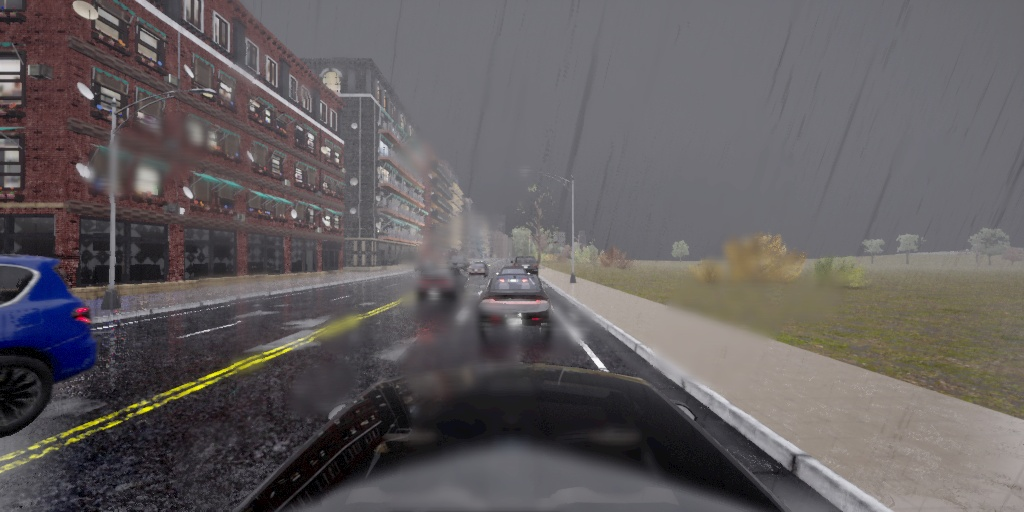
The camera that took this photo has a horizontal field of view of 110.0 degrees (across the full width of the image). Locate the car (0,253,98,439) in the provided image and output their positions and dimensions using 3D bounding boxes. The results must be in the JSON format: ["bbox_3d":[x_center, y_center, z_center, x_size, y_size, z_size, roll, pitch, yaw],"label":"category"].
[{"bbox_3d":[-6.600,0.972,2.384,2.150,2.045,5.566,0,0,0],"label":"car"}]

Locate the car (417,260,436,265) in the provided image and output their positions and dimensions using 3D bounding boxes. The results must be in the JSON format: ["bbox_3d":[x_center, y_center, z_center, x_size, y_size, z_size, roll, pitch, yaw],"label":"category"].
[{"bbox_3d":[-9.934,1.262,42.248,1.837,1.490,4.892,0,0,0],"label":"car"}]

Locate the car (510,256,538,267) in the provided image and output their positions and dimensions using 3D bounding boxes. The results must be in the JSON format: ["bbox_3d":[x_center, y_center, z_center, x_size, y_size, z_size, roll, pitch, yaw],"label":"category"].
[{"bbox_3d":[1.078,0.982,30.932,2.150,2.045,5.566,0,0,0],"label":"car"}]

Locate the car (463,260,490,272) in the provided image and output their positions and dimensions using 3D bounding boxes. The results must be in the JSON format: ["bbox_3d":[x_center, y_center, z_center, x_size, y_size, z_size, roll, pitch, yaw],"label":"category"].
[{"bbox_3d":[-3.221,1.305,34.669,2.033,1.411,5.357,0,0,0],"label":"car"}]

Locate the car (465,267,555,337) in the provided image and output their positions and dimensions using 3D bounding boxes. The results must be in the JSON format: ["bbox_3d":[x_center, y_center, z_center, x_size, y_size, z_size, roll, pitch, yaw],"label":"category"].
[{"bbox_3d":[0.083,1.244,10.279,2.128,1.511,4.902,0,0,0],"label":"car"}]

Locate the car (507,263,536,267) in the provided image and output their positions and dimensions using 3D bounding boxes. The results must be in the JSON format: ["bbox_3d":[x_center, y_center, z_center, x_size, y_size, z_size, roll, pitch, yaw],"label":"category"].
[{"bbox_3d":[0.065,1.302,20.719,2.033,1.411,5.357,0,0,0],"label":"car"}]

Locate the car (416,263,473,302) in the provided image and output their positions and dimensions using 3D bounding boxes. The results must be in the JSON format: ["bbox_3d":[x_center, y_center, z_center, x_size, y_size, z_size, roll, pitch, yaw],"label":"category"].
[{"bbox_3d":[-3.181,1.261,17.030,1.837,1.490,4.892,0,1,0],"label":"car"}]

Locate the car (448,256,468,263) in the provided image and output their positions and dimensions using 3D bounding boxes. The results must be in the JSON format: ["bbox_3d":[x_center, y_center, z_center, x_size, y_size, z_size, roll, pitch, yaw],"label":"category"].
[{"bbox_3d":[-6.690,0.979,45.217,2.150,2.045,5.566,0,0,0],"label":"car"}]
